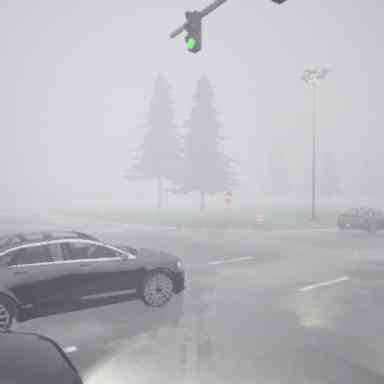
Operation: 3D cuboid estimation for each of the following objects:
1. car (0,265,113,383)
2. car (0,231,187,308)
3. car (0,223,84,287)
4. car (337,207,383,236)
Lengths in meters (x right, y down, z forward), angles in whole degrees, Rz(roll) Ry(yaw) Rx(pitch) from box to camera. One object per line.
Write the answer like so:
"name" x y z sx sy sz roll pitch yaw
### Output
"car" -2.687 1.552 1.829 4.181 1.385 1.994 1 0 -36
"car" -2.364 1.507 6.359 4.902 1.511 2.128 1 0 -35
"car" -5.417 1.604 8.480 4.718 1.301 1.895 1 0 -35
"car" 10.686 1.683 19.966 4.902 1.511 2.128 1 0 -36
